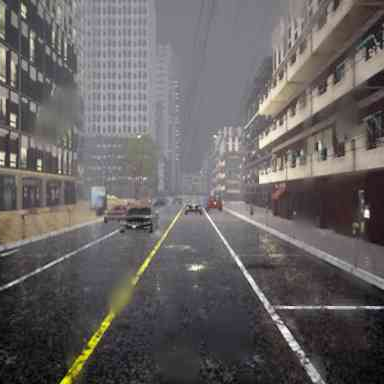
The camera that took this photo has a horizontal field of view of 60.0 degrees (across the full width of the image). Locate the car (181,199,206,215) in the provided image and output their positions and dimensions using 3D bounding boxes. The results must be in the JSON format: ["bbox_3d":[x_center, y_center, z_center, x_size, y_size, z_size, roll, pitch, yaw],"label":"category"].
[{"bbox_3d":[0.182,1.707,36.710,2.033,1.411,5.357,0,0,0],"label":"car"}]

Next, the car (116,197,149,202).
[{"bbox_3d":[-5.613,1.577,31.546,1.967,1.590,4.097,0,0,0],"label":"car"}]

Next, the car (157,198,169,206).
[{"bbox_3d":[-5.542,1.831,59.300,1.947,1.339,4.313,0,0,0],"label":"car"}]

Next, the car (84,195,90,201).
[{"bbox_3d":[-27.169,1.201,79.188,5.009,1.841,2.192,1,-1,0],"label":"car"}]

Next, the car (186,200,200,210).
[{"bbox_3d":[0.170,1.809,47.135,1.895,1.301,4.718,0,0,1],"label":"car"}]

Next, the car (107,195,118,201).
[{"bbox_3d":[-21.810,1.528,87.698,4.829,1.417,1.752,1,-1,0],"label":"car"}]

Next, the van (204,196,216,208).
[{"bbox_3d":[2.824,1.580,53.731,1.690,1.788,3.998,0,0,0],"label":"van"}]

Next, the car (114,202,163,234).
[{"bbox_3d":[-3.050,1.591,19.996,1.837,1.490,4.892,0,0,0],"label":"car"}]

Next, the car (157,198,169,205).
[{"bbox_3d":[-5.529,1.856,64.546,1.947,1.339,4.313,0,0,0],"label":"car"}]

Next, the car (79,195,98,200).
[{"bbox_3d":[-27.255,1.466,87.563,4.313,1.339,1.947,1,-1,0],"label":"car"}]

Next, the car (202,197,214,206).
[{"bbox_3d":[2.838,1.705,59.281,1.967,1.590,4.097,0,0,0],"label":"car"}]

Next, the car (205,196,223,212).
[{"bbox_3d":[2.796,1.502,42.628,2.192,1.841,5.009,0,0,0],"label":"car"}]

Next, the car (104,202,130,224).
[{"bbox_3d":[-5.626,1.694,25.995,1.802,1.307,4.206,0,0,0],"label":"car"}]

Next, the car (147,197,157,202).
[{"bbox_3d":[-5.598,1.477,37.098,2.192,1.841,5.009,0,0,0],"label":"car"}]

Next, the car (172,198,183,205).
[{"bbox_3d":[-2.834,1.829,66.183,1.812,1.442,4.674,0,0,0],"label":"car"}]
